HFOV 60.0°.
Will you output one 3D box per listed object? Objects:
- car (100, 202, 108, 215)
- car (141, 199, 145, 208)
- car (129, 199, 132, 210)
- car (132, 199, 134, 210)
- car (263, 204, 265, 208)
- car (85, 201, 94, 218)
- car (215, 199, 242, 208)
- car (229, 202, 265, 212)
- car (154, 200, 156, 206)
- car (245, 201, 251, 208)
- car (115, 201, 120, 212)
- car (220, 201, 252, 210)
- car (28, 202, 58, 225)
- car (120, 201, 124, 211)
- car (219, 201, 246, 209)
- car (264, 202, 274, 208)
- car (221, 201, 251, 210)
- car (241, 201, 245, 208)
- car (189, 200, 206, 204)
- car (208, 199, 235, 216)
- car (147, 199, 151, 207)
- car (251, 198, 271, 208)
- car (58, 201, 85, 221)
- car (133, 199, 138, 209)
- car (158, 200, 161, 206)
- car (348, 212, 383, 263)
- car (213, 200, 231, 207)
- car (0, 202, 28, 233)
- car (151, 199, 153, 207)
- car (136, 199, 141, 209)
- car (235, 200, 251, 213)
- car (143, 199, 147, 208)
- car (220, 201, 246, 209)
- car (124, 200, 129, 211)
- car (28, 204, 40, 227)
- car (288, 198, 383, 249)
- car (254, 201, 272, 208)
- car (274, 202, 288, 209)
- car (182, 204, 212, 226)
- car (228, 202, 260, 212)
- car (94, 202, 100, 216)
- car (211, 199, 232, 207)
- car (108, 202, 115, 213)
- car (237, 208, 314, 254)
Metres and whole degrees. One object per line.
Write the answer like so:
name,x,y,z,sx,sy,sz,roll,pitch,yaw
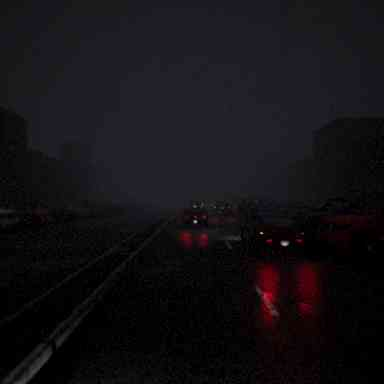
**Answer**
car,-12.514,1.976,37.946,4.792,1.488,2.163,0,-1,0
car,-12.324,2.609,65.728,4.674,1.452,2.002,0,-1,0
car,-12.440,2.250,51.964,4.892,1.521,2.231,0,-1,0
car,-12.410,2.349,54.616,4.674,1.452,2.002,0,-1,0
car,7.774,1.710,23.605,4.674,1.452,2.002,0,-1,0
car,-12.771,1.832,32.517,5.366,1.575,1.946,0,-1,0
car,8.019,2.506,73.231,5.566,2.045,2.435,0,-2,0
car,7.952,2.196,48.412,4.792,1.488,2.163,0,-1,0
car,-12.380,2.987,82.525,5.366,1.575,1.946,0,-1,0
car,7.855,1.857,31.873,4.792,1.488,2.163,0,-1,0
car,-12.493,2.065,43.504,4.892,1.521,2.231,0,-1,0
car,7.802,2.414,59.440,5.366,1.575,1.946,0,-1,0
car,-12.620,1.542,24.059,4.553,1.767,2.185,0,-1,0
car,-12.507,2.153,46.281,4.792,1.488,2.163,0,-1,0
car,8.211,2.614,67.713,5.366,1.575,1.946,0,-1,0
car,7.575,1.620,20.850,5.366,1.575,1.946,0,-1,0
car,8.189,2.479,62.200,5.366,1.575,1.946,0,-1,0
car,7.839,1.921,34.630,4.674,1.452,2.002,0,-1,0
car,0.343,1.897,41.849,2.097,1.767,4.553,0,-1,0
car,3.324,1.827,38.362,2.097,1.767,4.553,0,-1,0
car,-12.310,2.456,71.416,5.566,2.045,2.435,0,-1,0
car,7.840,1.648,29.119,4.553,1.767,2.185,0,-1,0
car,-12.613,1.780,29.736,4.892,1.521,2.231,0,-1,0
car,-12.420,2.402,57.395,4.792,1.488,2.163,0,-1,0
car,-12.124,3.279,93.628,5.008,1.535,2.097,0,-1,0
car,7.690,1.504,9.831,5.008,1.535,2.097,0,0,0
car,8.081,3.078,89.766,4.553,1.767,2.185,0,-2,0
car,-12.666,1.326,18.509,5.566,2.045,2.435,0,-1,0
car,-12.210,2.877,76.967,4.792,1.488,2.163,0,-1,0
car,-12.376,2.438,60.174,4.892,1.521,2.231,0,-1,0
car,7.845,2.021,40.145,4.792,1.488,2.163,0,-1,0
car,-12.336,2.513,68.601,4.553,1.767,2.185,0,-1,0
car,8.043,2.579,64.955,4.792,1.488,2.163,0,-1,0
car,-12.450,2.187,49.185,5.008,1.535,2.097,0,-1,0
car,-12.671,1.659,21.279,4.674,1.452,2.002,0,-1,0
car,7.700,1.299,15.343,5.566,2.045,2.435,0,-1,0
car,7.788,1.719,26.360,5.008,1.535,2.097,0,-1,0
car,7.716,1.333,18.100,5.566,2.045,2.435,0,-1,0
car,0.247,1.821,25.357,1.895,1.301,4.718,0,-1,0
car,7.937,2.268,51.205,4.674,1.452,2.002,0,-1,0
car,-12.537,1.764,35.179,4.553,1.767,2.185,0,-1,0
car,8.094,3.027,92.526,5.566,2.045,2.435,0,-2,0
car,-12.527,2.004,40.725,5.008,1.535,2.097,0,-1,0
car,3.178,1.580,13.637,1.812,1.442,4.674,0,0,0
